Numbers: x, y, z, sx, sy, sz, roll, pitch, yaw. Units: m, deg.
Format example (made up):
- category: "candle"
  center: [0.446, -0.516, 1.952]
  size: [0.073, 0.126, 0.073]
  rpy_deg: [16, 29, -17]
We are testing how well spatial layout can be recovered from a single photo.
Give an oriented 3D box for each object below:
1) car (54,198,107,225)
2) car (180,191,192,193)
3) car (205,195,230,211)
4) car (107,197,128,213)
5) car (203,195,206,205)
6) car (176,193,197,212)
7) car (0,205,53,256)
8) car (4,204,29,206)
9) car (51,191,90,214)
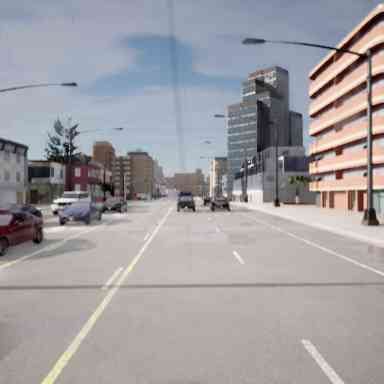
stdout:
- category: "car"
  center: [-7.514, 1.363, 22.896]
  size: [1.812, 1.442, 4.674]
  rpy_deg: [0, 1, -1]
- category: "car"
  center: [-0.870, 0.876, 47.539]
  size: [2.150, 2.045, 5.566]
  rpy_deg: [0, -1, -1]
- category: "car"
  center: [2.929, 1.207, 35.628]
  size: [2.128, 1.511, 4.902]
  rpy_deg: [0, 1, -1]
- category: "car"
  center: [-7.673, 1.244, 33.216]
  size: [1.837, 1.490, 4.892]
  rpy_deg: [0, 1, -1]
- category: "car"
  center: [2.623, 1.151, 48.769]
  size: [2.128, 1.511, 4.902]
  rpy_deg: [0, -1, -1]
- category: "car"
  center: [-0.596, 1.229, 34.956]
  size: [1.837, 1.490, 4.892]
  rpy_deg: [0, 1, -1]
- category: "car"
  center: [-7.333, 1.457, 12.848]
  size: [1.812, 1.442, 4.674]
  rpy_deg: [0, 0, -1]
- category: "car"
  center: [-10.976, 1.423, 20.639]
  size: [1.994, 1.385, 4.181]
  rpy_deg: [0, 1, -1]
- category: "car"
  center: [-11.147, 0.980, 31.253]
  size: [2.150, 2.045, 5.566]
  rpy_deg: [0, 1, 0]
